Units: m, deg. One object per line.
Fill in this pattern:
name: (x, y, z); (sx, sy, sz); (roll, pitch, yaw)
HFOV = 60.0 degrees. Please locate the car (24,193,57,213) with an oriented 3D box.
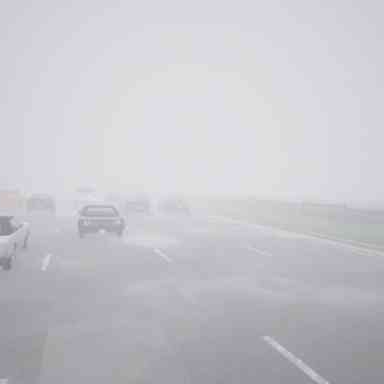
car: (-12.252, 0.827, 27.338); (1.882, 1.535, 5.008); (1, 1, -20)

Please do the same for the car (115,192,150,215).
car: (-4.769, 0.983, 27.181); (1.882, 1.535, 5.008); (1, 1, -20)

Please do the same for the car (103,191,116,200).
car: (-10.225, 0.674, 42.554); (1.837, 1.490, 4.892); (1, 1, -20)

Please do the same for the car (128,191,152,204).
car: (-6.859, 0.715, 43.534); (2.128, 1.511, 4.902); (1, 1, -20)

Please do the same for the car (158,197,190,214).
car: (-1.651, 1.110, 28.848); (1.994, 1.385, 4.181); (1, 1, -19)

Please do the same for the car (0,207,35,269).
car: (-6.008, 1.337, 9.747); (1.895, 1.301, 4.718); (1, 1, -20)

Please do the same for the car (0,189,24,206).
car: (-18.463, 0.471, 34.379); (2.097, 1.767, 4.553); (1, 1, -20)

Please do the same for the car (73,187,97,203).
car: (-11.122, 0.487, 34.631); (2.150, 2.045, 5.566); (1, 1, -20)

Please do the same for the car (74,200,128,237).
car: (-4.470, 1.279, 15.871); (1.895, 1.301, 4.718); (1, 1, -20)
